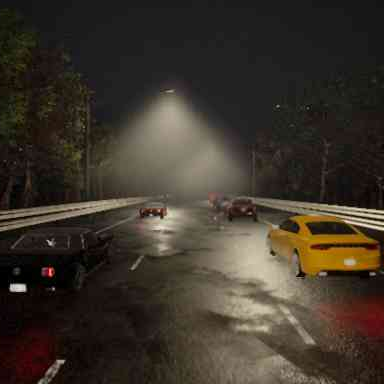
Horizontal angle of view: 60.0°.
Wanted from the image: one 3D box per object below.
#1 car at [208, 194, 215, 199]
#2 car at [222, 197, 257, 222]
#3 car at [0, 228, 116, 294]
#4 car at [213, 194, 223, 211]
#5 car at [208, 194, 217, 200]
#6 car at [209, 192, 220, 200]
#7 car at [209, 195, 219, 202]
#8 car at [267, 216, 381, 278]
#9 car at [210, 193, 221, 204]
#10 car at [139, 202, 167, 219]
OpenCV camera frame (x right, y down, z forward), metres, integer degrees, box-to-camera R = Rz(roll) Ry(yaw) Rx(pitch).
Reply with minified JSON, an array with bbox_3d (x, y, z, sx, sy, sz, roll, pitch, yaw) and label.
[{"bbox_3d":[5.640,1.255,94.511,1.882,1.535,5.008,0,0,3],"label":"car"},{"bbox_3d":[3.774,1.300,26.055,2.097,1.767,4.553,0,0,2],"label":"car"},{"bbox_3d":[-3.374,1.583,8.721,1.895,1.301,4.718,0,0,0],"label":"car"},{"bbox_3d":[3.890,1.348,39.765,2.033,1.649,4.856,0,0,1],"label":"car"},{"bbox_3d":[5.178,1.299,83.566,2.128,1.511,4.902,0,0,2],"label":"car"},{"bbox_3d":[4.422,1.086,61.698,2.150,2.045,5.566,0,0,2],"label":"car"},{"bbox_3d":[4.771,1.340,72.618,1.837,1.490,4.892,0,0,2],"label":"car"},{"bbox_3d":[3.635,1.458,10.100,1.882,1.535,5.008,0,0,0],"label":"car"},{"bbox_3d":[4.128,1.369,50.718,1.882,1.535,5.008,0,0,1],"label":"car"},{"bbox_3d":[-3.192,1.541,28.477,1.895,1.301,4.718,0,0,1],"label":"car"}]
